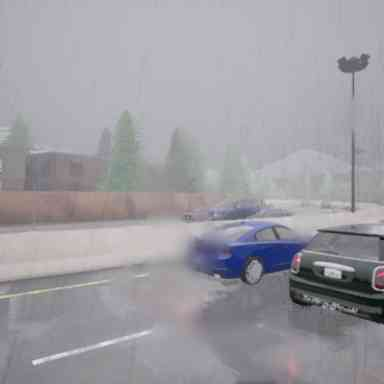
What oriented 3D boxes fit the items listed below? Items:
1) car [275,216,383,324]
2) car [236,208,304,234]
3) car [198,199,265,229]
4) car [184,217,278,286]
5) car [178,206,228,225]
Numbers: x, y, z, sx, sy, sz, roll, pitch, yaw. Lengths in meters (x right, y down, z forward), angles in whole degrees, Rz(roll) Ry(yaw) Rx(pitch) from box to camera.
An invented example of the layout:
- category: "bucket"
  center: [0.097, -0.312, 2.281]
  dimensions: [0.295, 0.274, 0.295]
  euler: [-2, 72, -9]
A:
- category: "car"
  center: [4.114, 1.466, 7.145]
  dimensions: [4.553, 1.767, 2.097]
  euler: [1, -1, -39]
- category: "car"
  center: [5.434, 1.856, 22.711]
  dimensions: [2.033, 1.411, 5.357]
  euler: [0, -1, 44]
- category: "car"
  center: [3.146, 1.546, 25.394]
  dimensions: [2.150, 2.045, 5.566]
  euler: [0, -1, 44]
- category: "car"
  center: [2.079, 1.612, 9.979]
  dimensions: [5.008, 1.535, 1.882]
  euler: [1, -1, -39]
- category: "car"
  center: [1.022, 1.909, 28.296]
  dimensions: [1.994, 1.385, 4.181]
  euler: [0, -1, 43]
